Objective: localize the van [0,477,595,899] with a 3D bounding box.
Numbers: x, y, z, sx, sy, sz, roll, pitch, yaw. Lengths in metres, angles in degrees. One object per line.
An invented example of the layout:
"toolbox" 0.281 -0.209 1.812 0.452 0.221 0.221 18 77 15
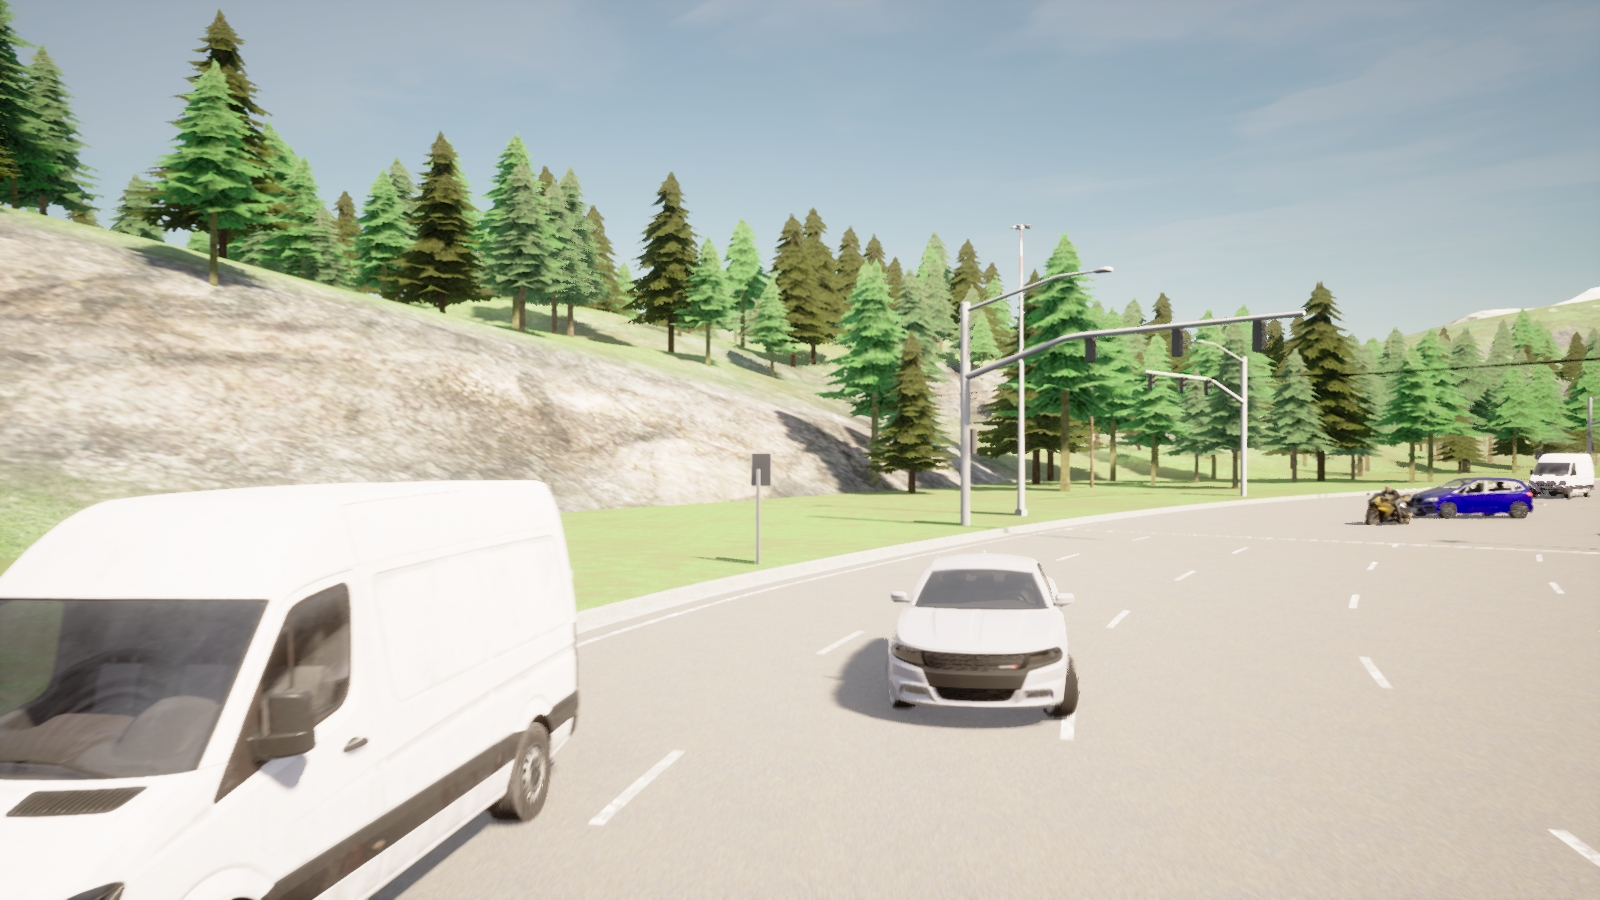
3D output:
"van" -3.212 1.529 7.096 1.988 2.561 5.915 -1 0 8

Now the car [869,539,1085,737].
"car" 2.205 2.025 13.732 2.097 1.535 5.006 -1 0 11

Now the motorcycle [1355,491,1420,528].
"motorcycle" 21.670 2.182 42.140 2.209 1.251 0.867 0 2 -22

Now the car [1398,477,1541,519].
"car" 27.397 1.943 46.864 4.611 1.667 2.242 0 0 -3
